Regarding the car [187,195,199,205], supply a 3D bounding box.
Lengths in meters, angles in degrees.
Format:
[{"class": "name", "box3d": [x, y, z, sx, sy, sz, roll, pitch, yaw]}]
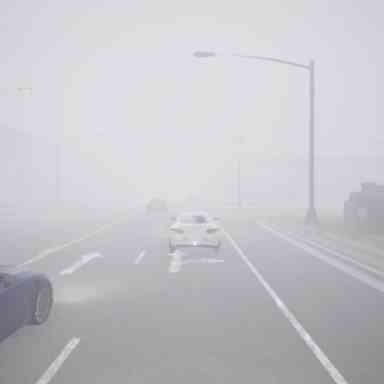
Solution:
[{"class": "car", "box3d": [0.097, 1.178, 50.480, 2.033, 1.411, 5.357, 0, 0, 0]}]

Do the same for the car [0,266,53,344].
[{"class": "car", "box3d": [-3.401, 1.519, 4.056, 1.812, 1.442, 4.674, 0, 0, 0]}]

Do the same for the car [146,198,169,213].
[{"class": "car", "box3d": [-3.399, 1.332, 33.518, 1.994, 1.385, 4.181, 0, 0, 0]}]

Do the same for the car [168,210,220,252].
[{"class": "car", "box3d": [0.101, 1.459, 13.423, 1.812, 1.442, 4.674, 0, 0, 0]}]
